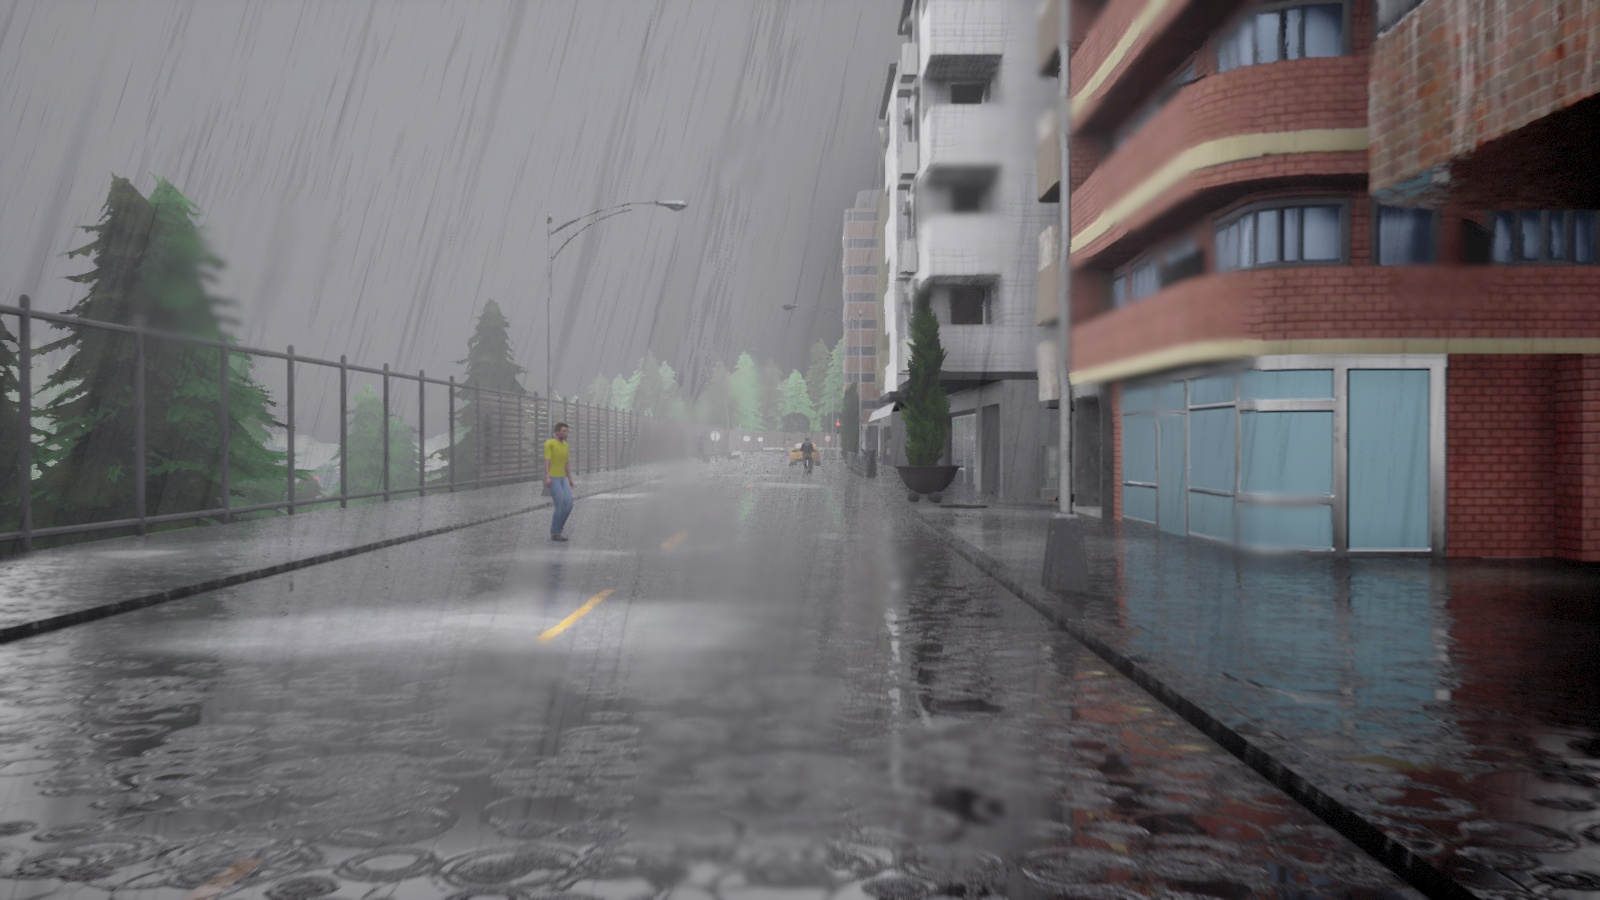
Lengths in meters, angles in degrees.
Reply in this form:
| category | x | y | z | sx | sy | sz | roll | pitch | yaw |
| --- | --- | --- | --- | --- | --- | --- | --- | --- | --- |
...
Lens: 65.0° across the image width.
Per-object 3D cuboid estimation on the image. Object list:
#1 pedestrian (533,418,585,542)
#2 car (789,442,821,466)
| category | x | y | z | sx | sy | sz | roll | pitch | yaw |
| --- | --- | --- | --- | --- | --- | --- | --- | --- | --- |
| pedestrian | -3.634 | 0.437 | 18.917 | 0.706 | 1.836 | 0.354 | 0 | 0 | 27 |
| car | 0.381 | 0.250 | 84.257 | 1.882 | 1.535 | 5.008 | 0 | 0 | 3 |
